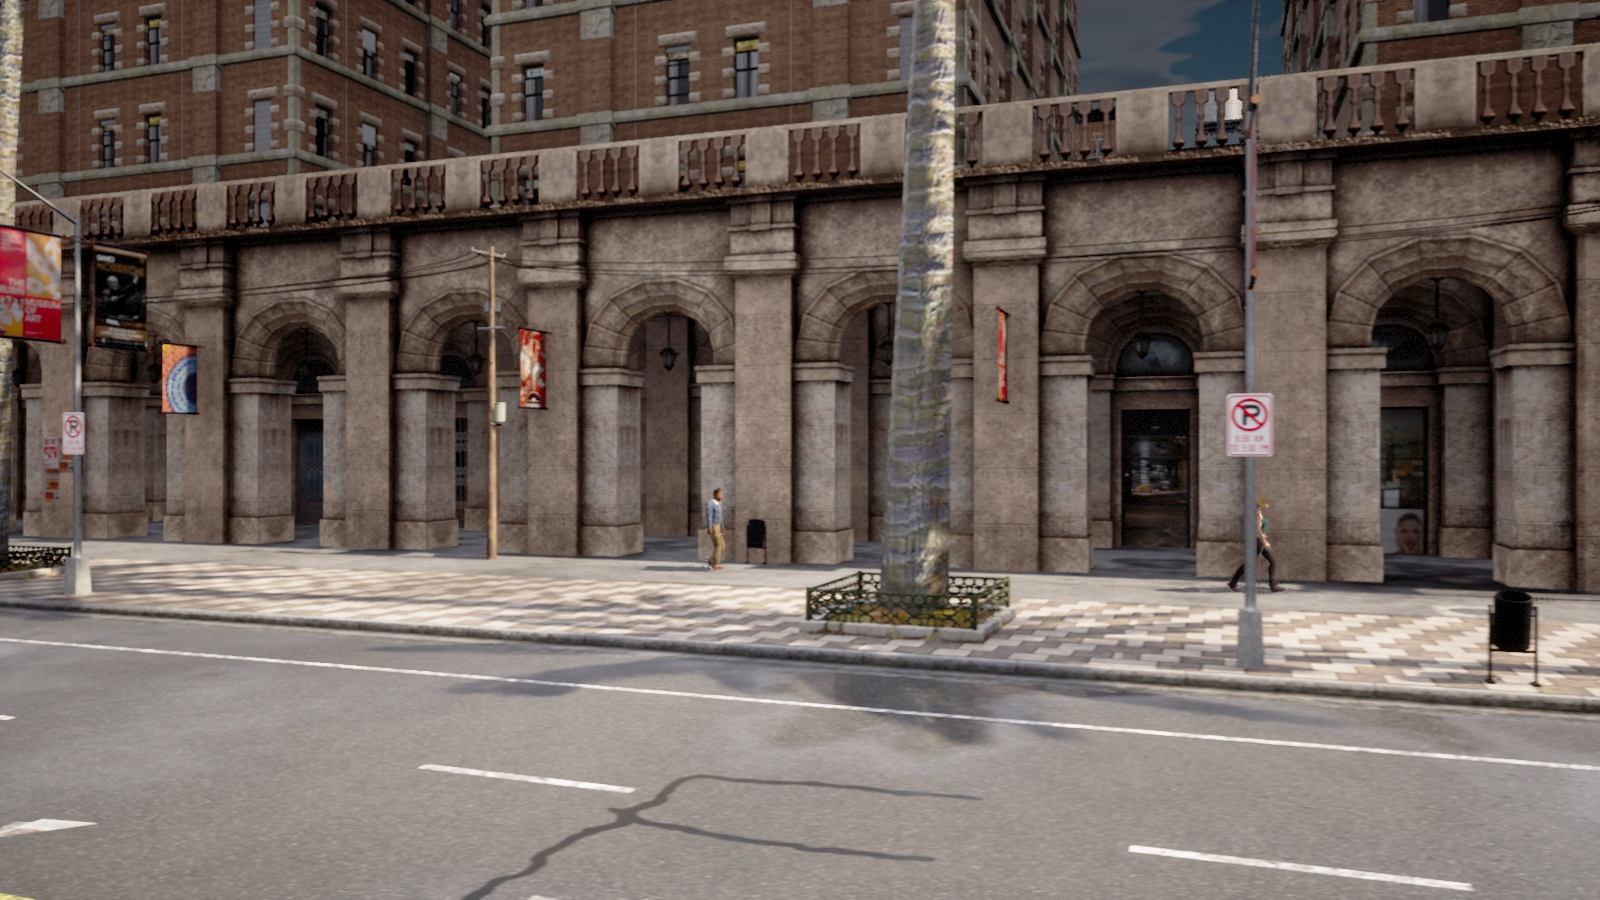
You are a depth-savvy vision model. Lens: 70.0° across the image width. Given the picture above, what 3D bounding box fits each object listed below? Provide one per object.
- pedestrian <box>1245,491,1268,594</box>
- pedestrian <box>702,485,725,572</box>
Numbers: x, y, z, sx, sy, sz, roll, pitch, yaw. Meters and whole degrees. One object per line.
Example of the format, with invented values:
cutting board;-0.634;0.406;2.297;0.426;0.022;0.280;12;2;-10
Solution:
pedestrian;8.420;1.698;21.066;0.375;1.860;0.375;0;0;20
pedestrian;-1.877;1.697;24.846;0.375;1.860;0.375;0;0;20
